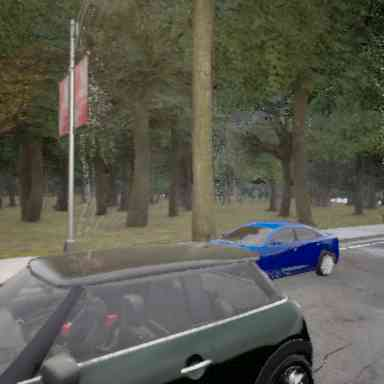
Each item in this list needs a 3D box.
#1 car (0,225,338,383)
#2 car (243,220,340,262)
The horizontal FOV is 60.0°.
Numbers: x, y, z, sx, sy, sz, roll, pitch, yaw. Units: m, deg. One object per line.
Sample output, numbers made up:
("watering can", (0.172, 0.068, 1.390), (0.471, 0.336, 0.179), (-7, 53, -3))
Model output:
("car", (-0.982, 1.362, 2.983), (4.553, 1.767, 2.097), (1, 0, -35))
("car", (2.030, 1.556, 9.120), (5.008, 1.535, 1.882), (1, 0, -35))
